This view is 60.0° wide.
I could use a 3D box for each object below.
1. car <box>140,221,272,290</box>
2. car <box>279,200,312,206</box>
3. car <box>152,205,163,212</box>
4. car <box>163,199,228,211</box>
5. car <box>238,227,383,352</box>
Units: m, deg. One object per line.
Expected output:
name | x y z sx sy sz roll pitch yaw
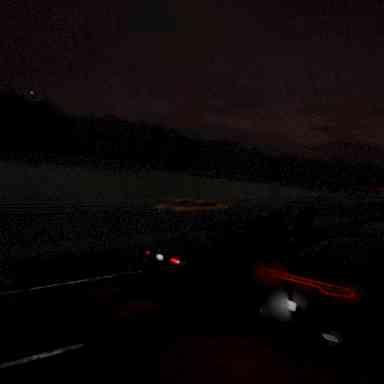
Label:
car | 1.311 1.506 8.976 5.357 1.411 2.033 0 0 -35
car | 8.441 1.400 27.253 5.357 1.411 2.033 0 0 -36
car | -1.136 1.375 28.983 5.008 1.535 1.882 -1 0 -36
car | 0.569 1.378 25.899 5.008 1.535 1.882 0 0 -36
car | 3.386 1.435 6.158 5.008 1.535 1.882 0 0 -35
